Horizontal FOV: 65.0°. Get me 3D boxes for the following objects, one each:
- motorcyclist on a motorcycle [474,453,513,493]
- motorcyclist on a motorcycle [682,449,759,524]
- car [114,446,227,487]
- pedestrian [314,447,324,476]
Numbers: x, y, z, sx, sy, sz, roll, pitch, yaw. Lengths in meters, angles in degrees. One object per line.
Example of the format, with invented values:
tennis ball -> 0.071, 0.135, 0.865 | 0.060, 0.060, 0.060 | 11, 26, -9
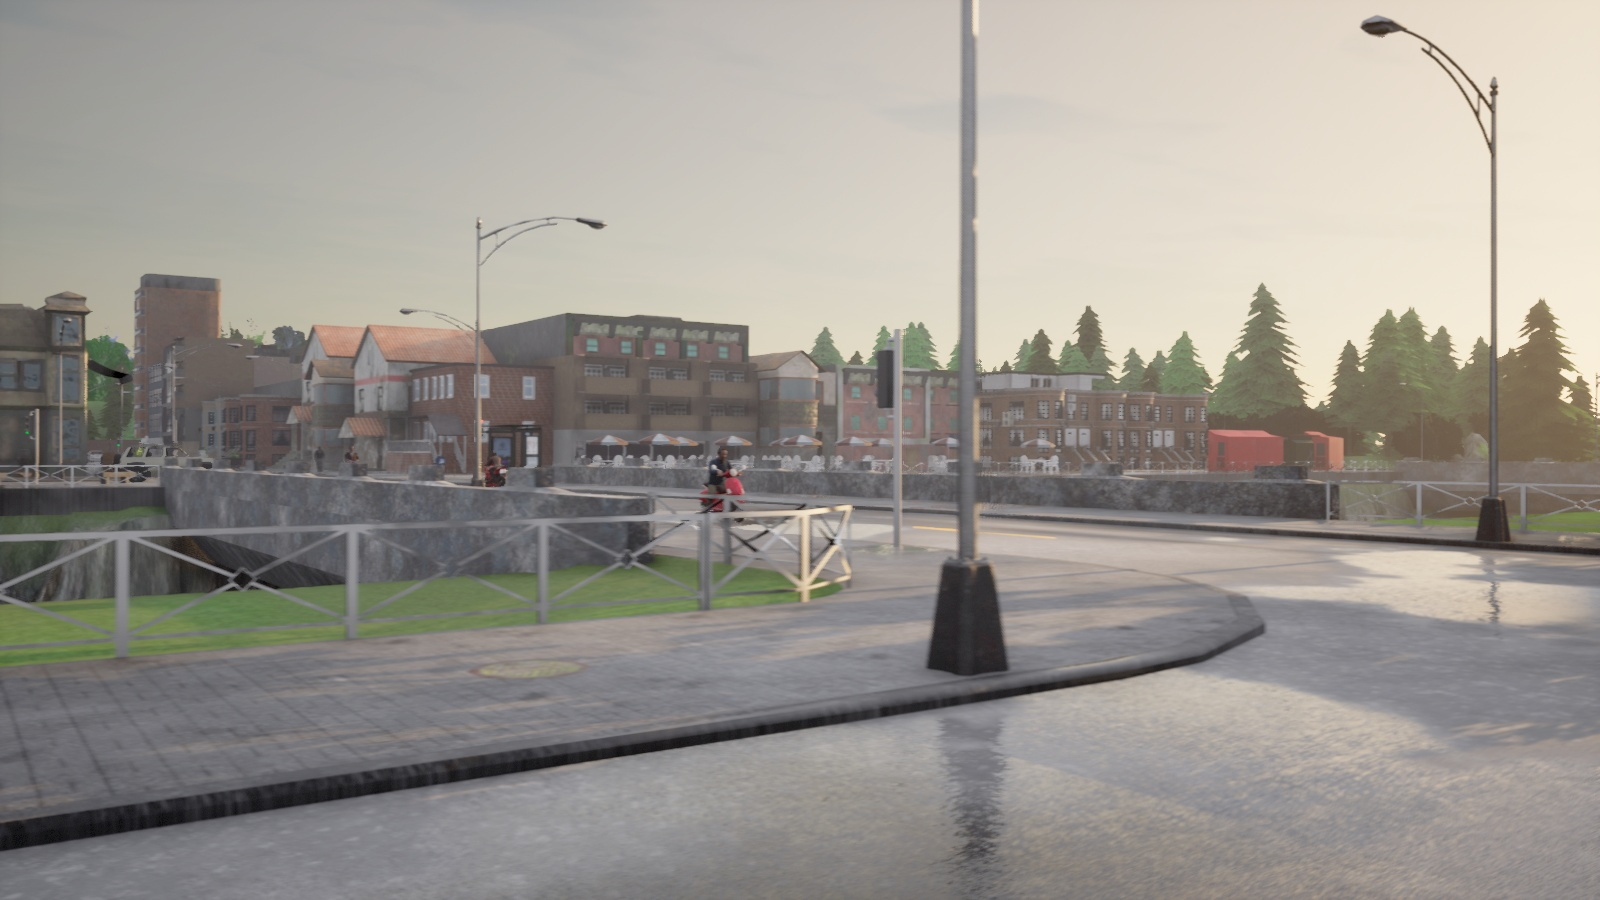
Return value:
motorcyclist on a motorcycle -> -11.929, 0.872, 48.873 | 0.797, 1.523, 2.044 | 0, 0, -34
motorcyclist on a motorcycle -> -1.742, 0.769, 27.321 | 0.866, 1.590, 1.817 | 0, 0, -34
car -> -29.257, 0.767, 58.507 | 4.605, 1.855, 1.932 | 0, -1, -24
pedestrian -> -31.448, 0.722, 82.061 | 0.563, 1.883, 0.849 | 0, 0, -26
